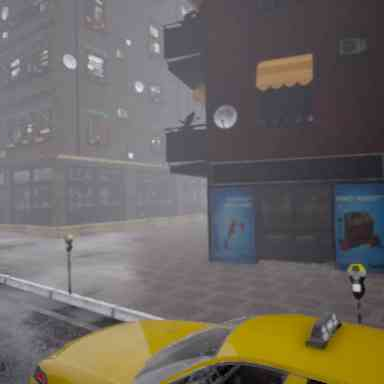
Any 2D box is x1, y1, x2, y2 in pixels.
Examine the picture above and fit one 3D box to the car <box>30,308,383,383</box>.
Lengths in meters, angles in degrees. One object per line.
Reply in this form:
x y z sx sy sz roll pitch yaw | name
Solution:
0.680 1.535 2.403 4.829 1.417 1.752 -1 -1 36 | car
